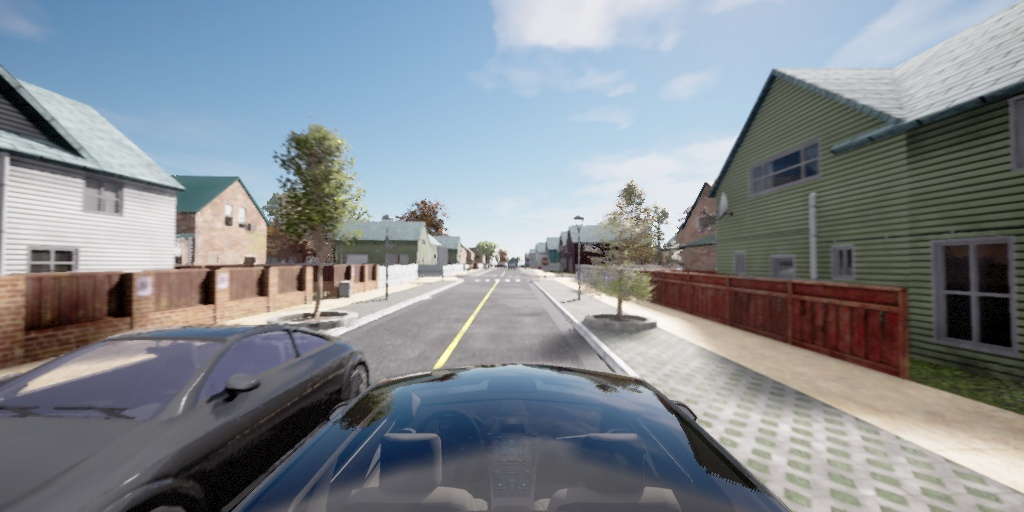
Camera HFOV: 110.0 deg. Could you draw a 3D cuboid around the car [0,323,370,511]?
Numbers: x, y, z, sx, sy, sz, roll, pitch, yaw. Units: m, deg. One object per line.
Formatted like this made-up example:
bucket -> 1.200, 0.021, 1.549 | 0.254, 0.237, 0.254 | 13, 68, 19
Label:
car -> -2.850, 1.330, 3.034 | 1.994, 1.385, 4.181 | 0, -1, 0
